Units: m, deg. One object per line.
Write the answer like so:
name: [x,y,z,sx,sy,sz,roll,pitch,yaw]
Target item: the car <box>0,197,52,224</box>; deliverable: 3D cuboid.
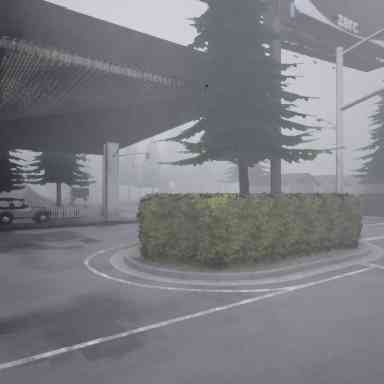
car: [-12.063,1.313,23.421,3.866,1.878,1.905,0,0,-36]
